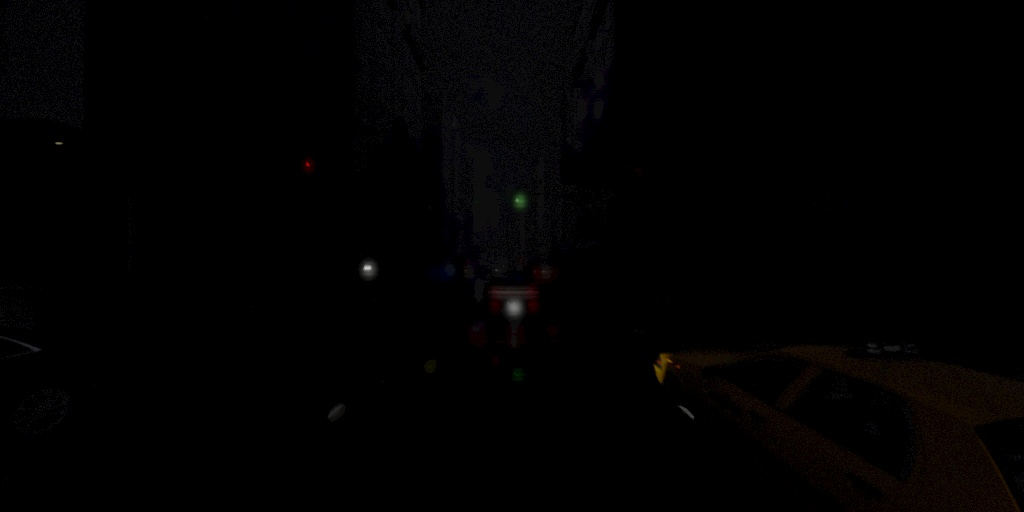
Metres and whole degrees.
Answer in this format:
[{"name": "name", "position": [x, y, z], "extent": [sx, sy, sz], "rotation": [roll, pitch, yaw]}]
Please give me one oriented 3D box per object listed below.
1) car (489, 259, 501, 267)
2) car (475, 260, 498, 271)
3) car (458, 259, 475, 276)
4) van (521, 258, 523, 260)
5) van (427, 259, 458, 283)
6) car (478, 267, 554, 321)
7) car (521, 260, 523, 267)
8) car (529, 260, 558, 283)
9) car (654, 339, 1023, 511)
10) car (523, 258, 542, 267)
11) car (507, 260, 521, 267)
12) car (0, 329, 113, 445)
[{"name": "car", "position": [-2.973, 1.669, 64.841], "extent": [1.994, 1.385, 4.181], "rotation": [0, 0, 0]}, {"name": "car", "position": [-3.071, 1.527, 44.016], "extent": [1.812, 1.442, 4.674], "rotation": [0, 0, 0]}, {"name": "car", "position": [-5.839, 1.299, 40.984], "extent": [2.192, 1.841, 5.009], "rotation": [0, 0, 0]}, {"name": "van", "position": [2.694, 1.409, 57.752], "extent": [1.690, 1.789, 3.998], "rotation": [0, 0, 0]}, {"name": "van", "position": [-5.844, 1.261, 29.811], "extent": [1.690, 1.789, 3.998], "rotation": [0, 0, 0]}, {"name": "car", "position": [0.077, 1.313, 12.814], "extent": [2.128, 1.511, 4.902], "rotation": [0, 0, 0]}, {"name": "car", "position": [2.692, 1.592, 52.166], "extent": [2.007, 1.370, 4.403], "rotation": [0, 0, 0]}, {"name": "car", "position": [2.681, 1.361, 29.825], "extent": [1.967, 1.591, 4.097], "rotation": [0, 0, 0]}, {"name": "car", "position": [2.668, 1.281, 2.800], "extent": [1.751, 1.417, 4.829], "rotation": [0, 0, 0]}, {"name": "car", "position": [2.686, 1.299, 40.995], "extent": [2.192, 1.841, 5.009], "rotation": [0, 0, 0]}, {"name": "car", "position": [0.085, 1.647, 61.044], "extent": [1.994, 1.385, 4.181], "rotation": [0, 0, 1]}, {"name": "car", "position": [-5.857, 1.306, 2.616], "extent": [2.007, 1.370, 4.403], "rotation": [0, 0, 0]}]
